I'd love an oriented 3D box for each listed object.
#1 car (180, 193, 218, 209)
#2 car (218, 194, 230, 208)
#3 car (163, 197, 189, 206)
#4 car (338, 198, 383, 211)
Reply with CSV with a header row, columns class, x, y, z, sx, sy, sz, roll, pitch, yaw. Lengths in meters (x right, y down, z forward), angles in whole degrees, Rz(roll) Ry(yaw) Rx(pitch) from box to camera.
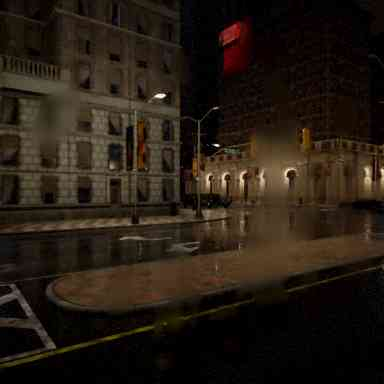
class,x,y,z,sx,sy,sz,roll,pitch,yaw
car,0.597,1.221,45.948,2.150,2.045,5.566,0,0,-35
car,3.086,1.221,48.487,2.150,2.045,5.566,0,0,-36
car,-2.836,1.547,56.855,2.033,1.411,5.357,0,0,-34
car,20.260,1.491,39.949,4.902,1.511,2.128,0,0,21
